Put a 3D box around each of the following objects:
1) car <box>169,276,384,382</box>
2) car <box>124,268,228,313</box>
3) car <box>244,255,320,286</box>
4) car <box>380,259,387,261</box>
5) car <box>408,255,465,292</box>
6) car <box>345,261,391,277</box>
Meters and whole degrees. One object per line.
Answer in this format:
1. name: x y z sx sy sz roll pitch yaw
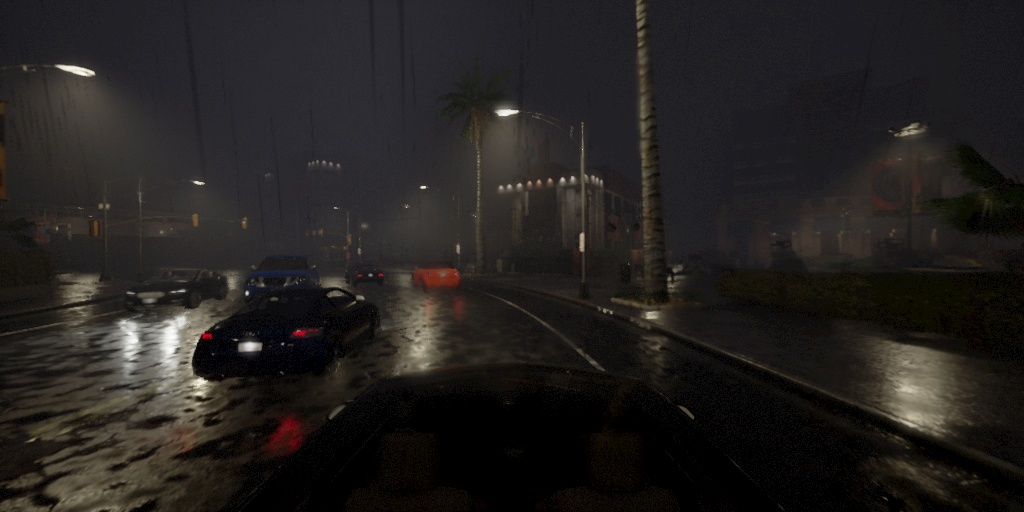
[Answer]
1. car: -4.106 1.307 7.303 1.994 1.385 4.181 0 0 -7
2. car: -13.215 1.248 14.440 2.128 1.511 4.902 0 0 -22
3. car: -10.082 0.952 16.162 2.150 2.045 5.566 0 0 -23
4. car: -14.335 1.219 34.982 1.994 1.385 4.181 0 0 -44
5. car: -4.536 1.026 21.056 2.097 1.767 4.553 -1 0 -24
6. car: -10.038 1.235 24.238 2.033 1.411 5.357 0 0 -32
